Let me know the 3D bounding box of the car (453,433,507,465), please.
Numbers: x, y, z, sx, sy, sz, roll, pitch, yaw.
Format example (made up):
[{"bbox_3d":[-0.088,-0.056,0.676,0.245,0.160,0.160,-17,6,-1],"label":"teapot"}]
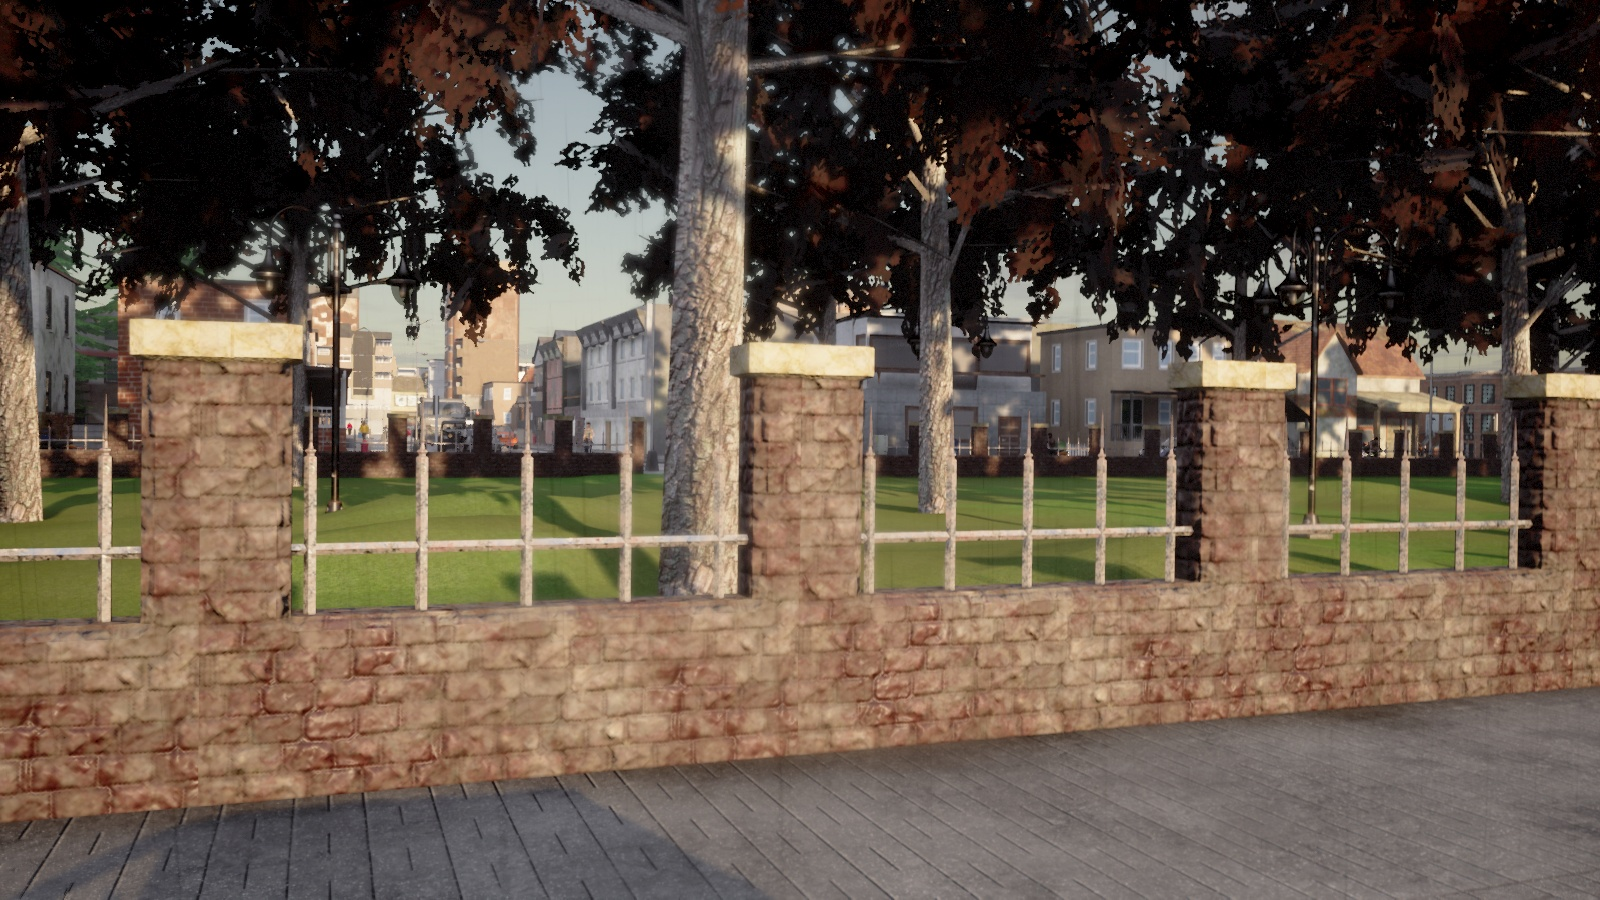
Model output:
[{"bbox_3d":[-16.035,-0.077,62.778,2.128,1.511,4.902,-1,1,-20],"label":"car"}]

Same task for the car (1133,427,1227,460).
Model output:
[{"bbox_3d":[17.851,-0.310,59.014,3.806,1.475,1.970,-1,1,-21],"label":"car"}]

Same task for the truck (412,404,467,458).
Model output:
[{"bbox_3d":[-24.439,-1.283,84.844,2.891,3.462,7.936,-1,1,-21],"label":"truck"}]

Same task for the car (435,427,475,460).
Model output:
[{"bbox_3d":[-20.402,-0.376,74.242,1.905,1.878,3.866,-1,1,-21],"label":"car"}]

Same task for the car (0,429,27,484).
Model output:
[{"bbox_3d":[-26.394,0.225,37.824,5.027,1.651,2.152,-1,1,-24],"label":"car"}]

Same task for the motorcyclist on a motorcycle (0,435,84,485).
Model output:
[{"bbox_3d":[-25.614,0.319,42.380,2.350,1.649,0.766,-1,1,-18],"label":"motorcyclist on a motorcycle"}]

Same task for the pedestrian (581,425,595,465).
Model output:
[{"bbox_3d":[-9.822,-0.228,58.191,0.345,1.836,0.594,0,1,27],"label":"pedestrian"}]

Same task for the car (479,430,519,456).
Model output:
[{"bbox_3d":[-20.810,-0.502,86.593,2.097,1.767,4.553,-1,1,-21],"label":"car"}]
